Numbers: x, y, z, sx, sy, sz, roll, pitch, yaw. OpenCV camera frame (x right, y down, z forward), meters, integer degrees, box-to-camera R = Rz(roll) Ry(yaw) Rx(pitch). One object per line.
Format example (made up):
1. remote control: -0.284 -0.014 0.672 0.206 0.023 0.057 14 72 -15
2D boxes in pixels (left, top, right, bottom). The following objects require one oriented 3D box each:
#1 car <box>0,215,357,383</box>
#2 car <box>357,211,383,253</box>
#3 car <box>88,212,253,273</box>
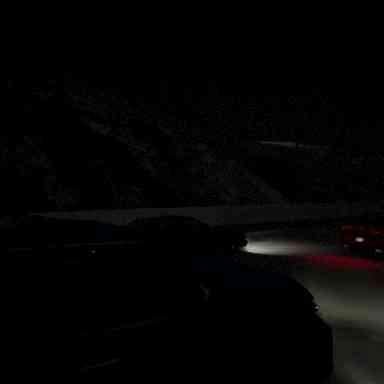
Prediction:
1. car: -1.222 1.220 2.733 5.566 2.045 2.150 0 0 -35
2. car: 7.713 1.442 12.427 5.008 1.535 1.882 0 0 -32
3. car: -0.629 1.531 11.497 5.357 1.411 2.033 0 0 -31
